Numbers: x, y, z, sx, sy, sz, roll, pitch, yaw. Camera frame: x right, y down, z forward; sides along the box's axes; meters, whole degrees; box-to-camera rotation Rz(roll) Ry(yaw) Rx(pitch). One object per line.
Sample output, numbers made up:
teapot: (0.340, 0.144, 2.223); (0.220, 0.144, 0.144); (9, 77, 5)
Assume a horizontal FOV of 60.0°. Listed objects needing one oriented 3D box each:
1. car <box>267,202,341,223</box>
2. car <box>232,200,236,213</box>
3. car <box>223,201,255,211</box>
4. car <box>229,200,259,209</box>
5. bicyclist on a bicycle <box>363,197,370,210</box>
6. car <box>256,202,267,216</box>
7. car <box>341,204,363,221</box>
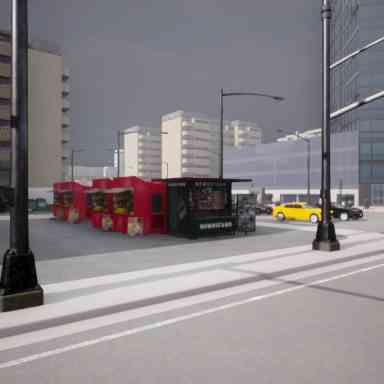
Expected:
car: (8.898, 1.589, 26.818); (1.882, 1.535, 5.008); (0, -1, -38)
car: (3.073, 1.455, 34.884); (2.150, 2.045, 5.566); (0, -1, -36)
car: (6.724, 1.958, 48.066); (1.895, 1.301, 4.718); (0, -1, -36)
car: (8.088, 1.995, 52.146); (1.895, 1.301, 4.718); (0, -1, -36)
bicyclist on a bicycle: (22.251, 1.466, 42.463); (1.656, 1.620, 0.582); (0, 0, -36)
car: (6.716, 1.778, 35.814); (1.994, 1.385, 4.181); (0, -1, -36)
car: (12.001, 1.587, 28.535); (1.882, 1.535, 5.008); (0, -1, -36)
